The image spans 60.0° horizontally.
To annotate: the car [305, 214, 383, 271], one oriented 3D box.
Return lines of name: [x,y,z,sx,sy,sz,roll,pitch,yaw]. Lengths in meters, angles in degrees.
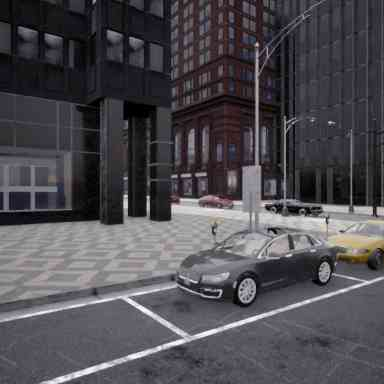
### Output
car: [6.019,1.525,10.978,4.829,1.417,1.752,0,0,-36]

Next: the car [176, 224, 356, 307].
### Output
car: [1.678,1.550,7.863,4.403,1.369,2.008,0,0,-36]

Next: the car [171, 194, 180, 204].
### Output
car: [-3.457,0.801,43.918,1.882,1.535,5.008,0,1,-36]

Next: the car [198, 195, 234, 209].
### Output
car: [2.505,1.030,35.684,1.812,1.442,4.674,0,1,-36]

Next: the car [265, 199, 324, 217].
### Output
car: [8.398,1.291,27.566,1.895,1.301,4.718,0,1,-36]
